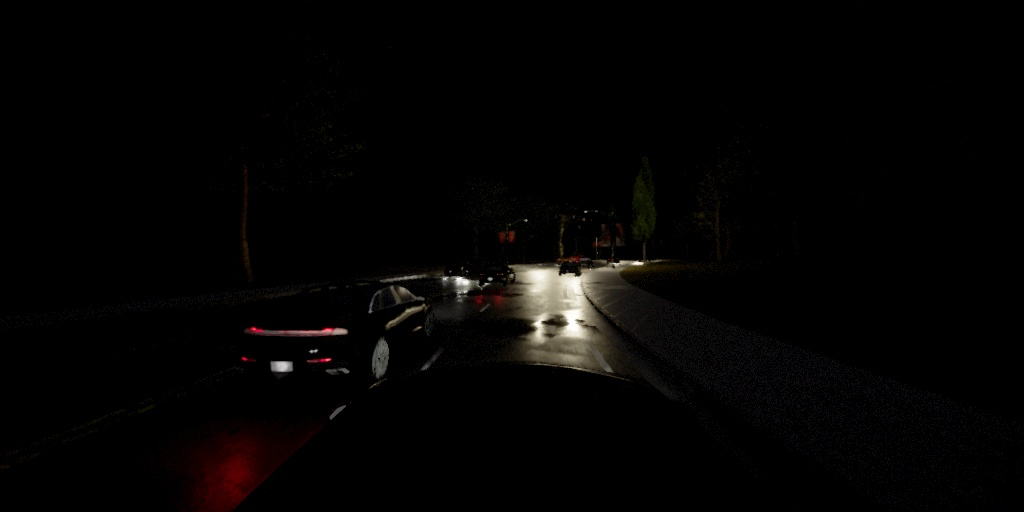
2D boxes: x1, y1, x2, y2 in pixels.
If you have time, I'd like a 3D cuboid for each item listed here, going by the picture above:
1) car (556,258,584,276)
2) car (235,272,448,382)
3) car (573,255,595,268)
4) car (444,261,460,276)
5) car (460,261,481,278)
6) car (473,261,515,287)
[{"bbox_3d":[5.756,1.220,35.507,1.812,1.442,4.674,0,0,16],"label":"car"},{"bbox_3d":[-2.933,1.239,7.123,2.128,1.511,4.902,0,0,2],"label":"car"},{"bbox_3d":[11.049,1.040,53.567,2.128,1.511,4.902,0,0,24],"label":"car"},{"bbox_3d":[-5.233,1.236,36.419,1.837,1.490,4.892,0,0,15],"label":"car"},{"bbox_3d":[-2.737,1.210,33.082,1.882,1.535,5.008,0,0,14],"label":"car"},{"bbox_3d":[-0.974,1.273,24.786,1.812,1.442,4.674,0,0,10],"label":"car"}]
